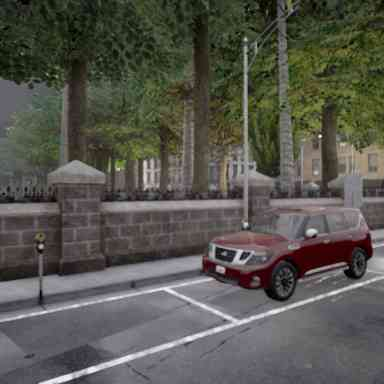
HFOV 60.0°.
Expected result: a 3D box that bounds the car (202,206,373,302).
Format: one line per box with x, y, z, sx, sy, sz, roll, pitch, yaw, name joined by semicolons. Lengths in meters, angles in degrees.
2.635;1.313;8.474;5.009;1.841;2.192;0;0;-36;car
